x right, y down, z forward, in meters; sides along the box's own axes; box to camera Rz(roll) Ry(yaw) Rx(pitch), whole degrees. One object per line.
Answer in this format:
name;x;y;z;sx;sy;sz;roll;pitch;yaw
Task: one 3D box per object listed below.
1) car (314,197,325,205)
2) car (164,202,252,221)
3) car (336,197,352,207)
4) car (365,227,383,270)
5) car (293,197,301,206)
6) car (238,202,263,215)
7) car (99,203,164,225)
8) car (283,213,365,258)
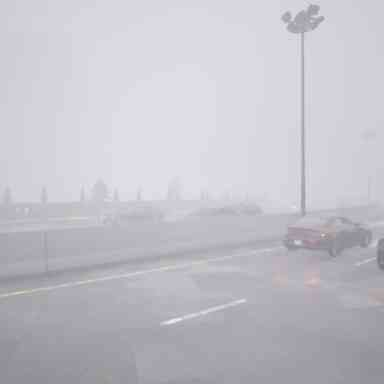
car;23.740;1.710;62.129;2.033;1.411;5.357;0;0;17
car;1.033;1.567;18.816;4.892;1.490;1.837;0;0;-44
car;24.121;1.638;52.779;1.837;1.490;4.892;0;0;22
car;7.194;1.527;9.991;4.892;1.490;1.837;0;0;-42
car;18.923;1.655;58.734;2.128;1.511;4.902;0;0;20
car;3.873;1.575;26.711;2.128;1.511;4.902;0;0;42
car;-4.140;1.579;23.536;4.902;1.511;2.128;0;0;-43
car;5.343;1.561;13.018;4.674;1.442;1.812;0;0;-43
